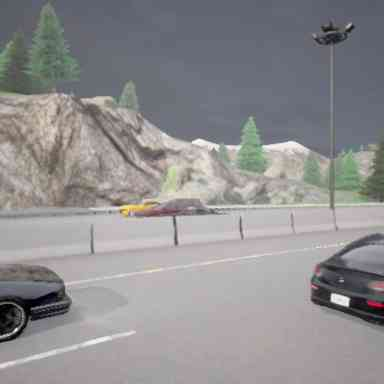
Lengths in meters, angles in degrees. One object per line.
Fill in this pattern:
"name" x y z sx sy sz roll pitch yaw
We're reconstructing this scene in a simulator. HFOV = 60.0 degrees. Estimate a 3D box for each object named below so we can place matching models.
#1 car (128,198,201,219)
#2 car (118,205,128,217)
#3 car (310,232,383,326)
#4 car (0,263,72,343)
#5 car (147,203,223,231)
"car" -1.667 1.452 23.550 5.008 1.535 1.882 0 0 -31
"car" -4.153 1.448 30.210 5.008 1.535 1.882 0 0 -30
"car" 4.245 1.512 6.431 4.674 1.442 1.812 0 0 -33
"car" -4.637 1.549 4.681 5.357 1.411 2.033 0 0 -36
"car" -0.039 1.577 20.479 4.718 1.301 1.895 0 0 -31
